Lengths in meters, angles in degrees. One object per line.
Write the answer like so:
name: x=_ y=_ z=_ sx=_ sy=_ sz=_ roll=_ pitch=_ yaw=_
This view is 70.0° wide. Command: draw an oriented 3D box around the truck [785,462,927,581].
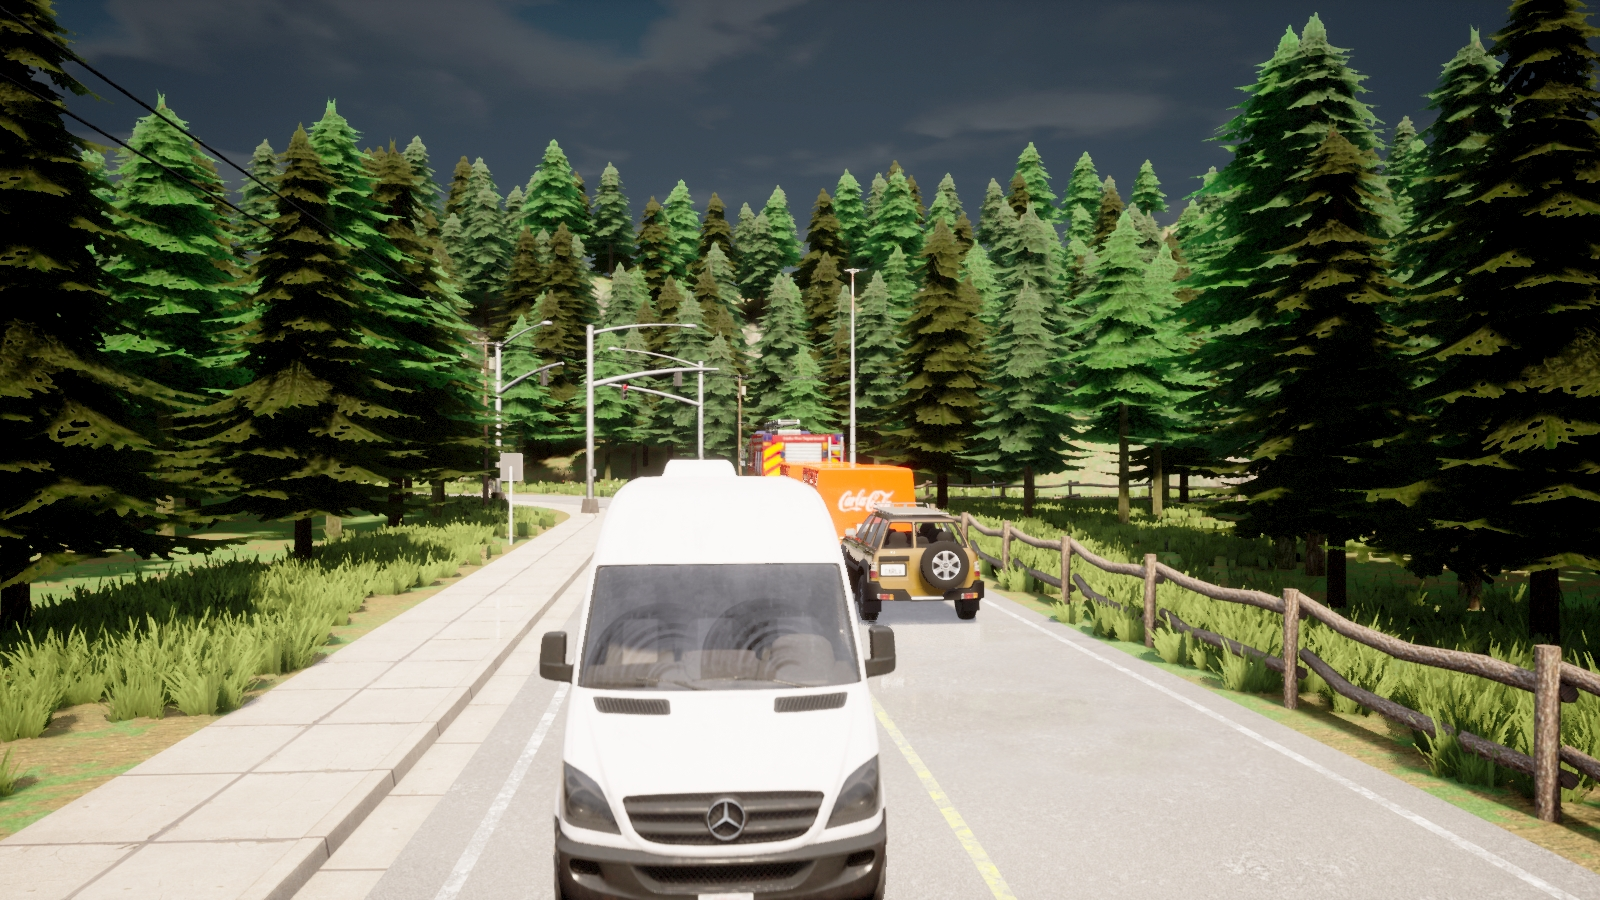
truck: x=1.161 y=1.541 z=26.860 sx=2.627 sy=2.467 sz=5.204 roll=0 pitch=0 yaw=-5

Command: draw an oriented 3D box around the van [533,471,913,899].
van: x=-0.645 y=1.500 z=8.940 sx=1.988 sy=2.561 sz=5.915 roll=0 pitch=0 yaw=-5

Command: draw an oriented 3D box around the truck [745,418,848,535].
truck: x=-0.324 y=0.864 z=41.726 sx=2.891 sy=3.827 sz=8.468 roll=0 pitch=0 yaw=-6

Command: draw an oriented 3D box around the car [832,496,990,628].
car: x=1.809 y=1.837 z=20.130 sx=1.932 sy=1.855 sz=4.605 roll=0 pitch=0 yaw=-5
